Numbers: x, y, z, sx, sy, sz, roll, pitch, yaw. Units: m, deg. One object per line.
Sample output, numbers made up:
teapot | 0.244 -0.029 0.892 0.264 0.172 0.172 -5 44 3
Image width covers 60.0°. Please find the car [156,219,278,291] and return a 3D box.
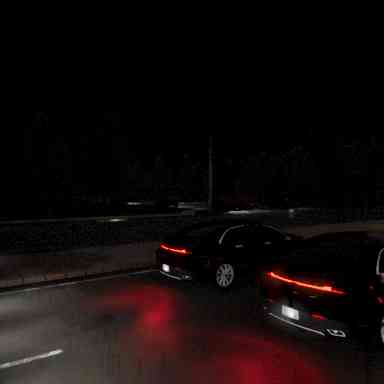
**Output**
car | 1.380 1.505 9.079 4.892 1.490 1.837 0 0 -35

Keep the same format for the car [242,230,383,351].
car | 3.412 1.505 6.230 4.892 1.490 1.837 0 0 -35

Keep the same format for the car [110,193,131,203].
car | -15.104 1.548 67.846 2.033 1.411 5.357 0 0 -35

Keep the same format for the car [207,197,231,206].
car | 4.673 1.564 57.767 1.994 1.385 4.181 0 0 -35

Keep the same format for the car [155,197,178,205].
car | -4.609 1.601 58.822 1.895 1.301 4.718 0 0 -35

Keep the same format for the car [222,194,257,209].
car | 5.966 1.222 43.706 2.150 2.045 5.566 0 0 -35

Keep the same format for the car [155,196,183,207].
car | -3.838 1.601 51.605 1.895 1.301 4.718 0 0 -35

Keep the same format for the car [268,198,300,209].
car | 12.730 1.525 46.253 1.812 1.442 4.674 0 0 -35

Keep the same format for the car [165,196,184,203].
car | -3.672 1.524 69.829 1.812 1.442 4.674 0 0 -35

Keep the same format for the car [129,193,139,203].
car | -13.408 1.219 71.525 2.150 2.045 5.566 0 0 -35

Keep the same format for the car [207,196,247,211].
car | 3.878 1.547 40.271 2.033 1.411 5.357 0 0 -30
